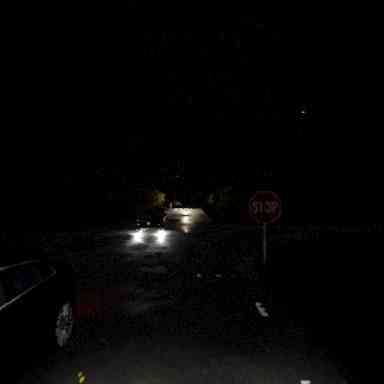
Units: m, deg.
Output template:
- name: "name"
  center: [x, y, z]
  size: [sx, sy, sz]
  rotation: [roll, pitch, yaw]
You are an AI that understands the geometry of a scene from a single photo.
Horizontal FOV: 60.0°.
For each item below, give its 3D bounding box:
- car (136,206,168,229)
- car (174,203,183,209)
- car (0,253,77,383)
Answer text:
- name: "car"
  center: [-2.789, 1.800, 23.674]
  size: [1.837, 1.490, 4.892]
  rotation: [0, -1, 0]
- name: "car"
  center: [-2.860, 2.971, 71.671]
  size: [1.994, 1.385, 4.181]
  rotation: [0, -2, 0]
- name: "car"
  center: [-2.758, 1.523, 3.487]
  size: [2.128, 1.511, 4.902]
  rotation: [0, 0, 0]
